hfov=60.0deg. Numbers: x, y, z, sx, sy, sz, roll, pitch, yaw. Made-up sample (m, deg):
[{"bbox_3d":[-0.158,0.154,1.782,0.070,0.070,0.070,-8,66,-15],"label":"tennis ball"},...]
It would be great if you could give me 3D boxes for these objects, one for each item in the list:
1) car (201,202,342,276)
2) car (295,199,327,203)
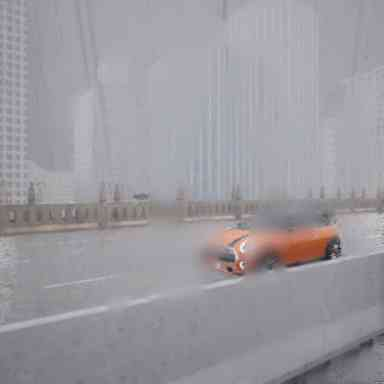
[{"bbox_3d":[2.467,1.352,10.044,4.553,1.767,2.097,0,0,-35],"label":"car"},{"bbox_3d":[7.547,1.352,22.244,4.553,1.767,2.097,0,0,-35],"label":"car"}]
